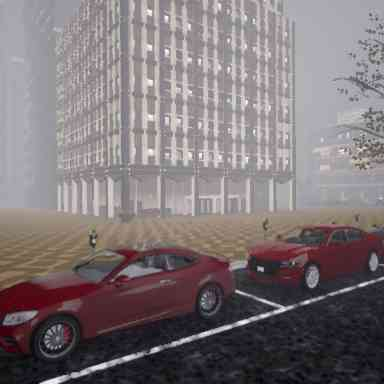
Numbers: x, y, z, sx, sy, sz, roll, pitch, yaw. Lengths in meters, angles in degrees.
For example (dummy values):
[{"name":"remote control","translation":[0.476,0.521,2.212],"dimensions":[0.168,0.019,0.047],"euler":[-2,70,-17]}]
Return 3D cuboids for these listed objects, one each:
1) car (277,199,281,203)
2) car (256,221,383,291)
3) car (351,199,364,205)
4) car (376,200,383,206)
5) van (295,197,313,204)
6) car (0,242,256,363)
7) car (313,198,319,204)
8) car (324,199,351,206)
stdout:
[{"name":"car","translation":[22.499,2.445,91.096],"dimensions":[1.802,1.307,4.206],"euler":[-2,0,-36]},{"name":"car","translation":[3.418,1.541,9.005],"dimensions":[4.507,1.381,1.887],"euler":[0,0,-35]},{"name":"car","translation":[35.628,2.118,73.100],"dimensions":[1.802,1.307,4.206],"euler":[-2,0,-36]},{"name":"car","translation":[35.206,1.985,59.041],"dimensions":[2.008,1.369,4.403],"euler":[-1,0,-36]},{"name":"van","translation":[24.203,2.050,74.399],"dimensions":[1.690,1.788,3.998],"euler":[-2,0,-36]},{"name":"car","translation":[-1.082,1.578,5.795],"dimensions":[4.206,1.307,1.802],"euler":[0,0,-35]},{"name":"car","translation":[29.032,2.140,82.077],"dimensions":[1.967,1.590,4.097],"euler":[-2,0,-36]},{"name":"car","translation":[29.125,2.131,67.514],"dimensions":[1.887,1.381,4.507],"euler":[-1,0,-36]}]
